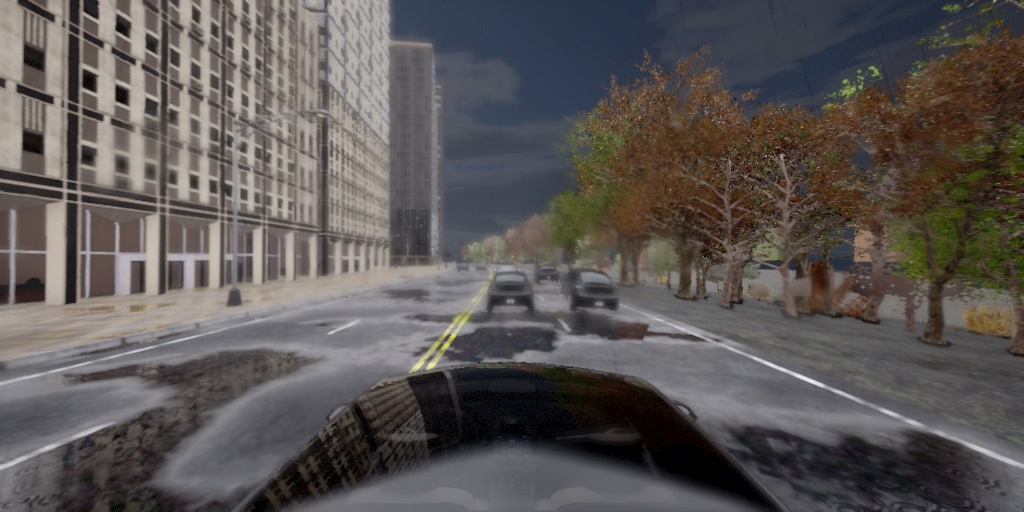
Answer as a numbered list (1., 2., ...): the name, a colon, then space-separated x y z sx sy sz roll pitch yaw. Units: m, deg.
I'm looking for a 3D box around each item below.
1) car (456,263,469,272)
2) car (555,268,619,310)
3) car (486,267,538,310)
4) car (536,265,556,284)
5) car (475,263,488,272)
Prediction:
1. car: -8.420 1.873 61.397 1.837 1.490 4.892 0 -1 -3
2. car: 3.206 1.272 15.401 1.837 1.490 4.892 4 5 0
3. car: -0.064 1.397 15.386 1.837 1.490 4.892 0 0 0
4. car: 2.834 1.513 30.508 1.837 1.490 4.892 -3 -2 -1
5. car: -5.140 1.867 60.894 1.837 1.490 4.892 0 0 -3
